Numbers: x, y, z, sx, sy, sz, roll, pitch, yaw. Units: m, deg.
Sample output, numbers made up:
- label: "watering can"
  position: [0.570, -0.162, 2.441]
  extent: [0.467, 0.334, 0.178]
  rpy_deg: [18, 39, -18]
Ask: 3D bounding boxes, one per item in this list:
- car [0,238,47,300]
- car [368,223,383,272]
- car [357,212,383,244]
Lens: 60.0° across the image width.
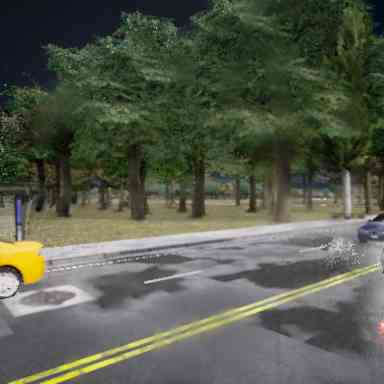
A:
- label: "car"
  position: [-5.912, 1.672, 7.276]
  extent: [5.008, 1.535, 1.882]
  rpy_deg: [0, -1, -40]
- label: "car"
  position: [6.870, 1.606, 9.153]
  extent: [4.674, 1.442, 1.812]
  rpy_deg: [0, -1, -40]
- label: "car"
  position: [9.745, 1.688, 16.005]
  extent: [4.674, 1.442, 1.812]
  rpy_deg: [0, -1, -40]
